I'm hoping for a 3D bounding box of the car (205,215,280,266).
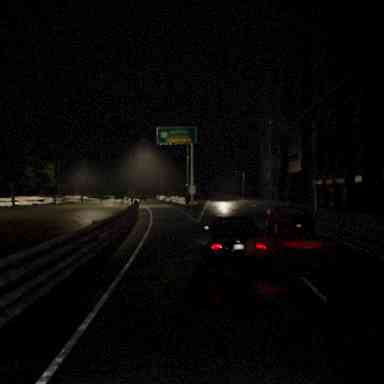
[{"bbox_3d":[1.435,1.564,11.602,2.033,1.411,5.357,0,0,4],"label":"car"}]

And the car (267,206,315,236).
[{"bbox_3d":[5.386,1.498,18.734,1.882,1.535,5.008,0,0,4],"label":"car"}]

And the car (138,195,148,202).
[{"bbox_3d":[-10.930,1.360,73.955,1.837,1.490,4.892,0,0,-12],"label":"car"}]
